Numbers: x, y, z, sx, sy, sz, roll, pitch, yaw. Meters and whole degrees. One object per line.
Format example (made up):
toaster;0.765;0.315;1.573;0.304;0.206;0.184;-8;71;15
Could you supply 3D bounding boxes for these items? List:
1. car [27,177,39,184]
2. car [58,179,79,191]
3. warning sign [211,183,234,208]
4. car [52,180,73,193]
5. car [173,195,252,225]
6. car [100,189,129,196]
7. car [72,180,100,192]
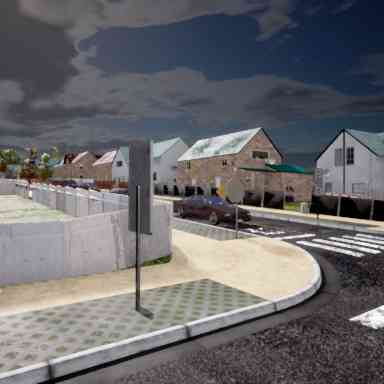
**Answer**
car;-39.121;-2.884;81.870;2.097;1.767;4.553;-3;3;-35
car;-19.428;-1.157;52.214;2.097;1.767;4.553;0;2;-35
warning sign;2.336;0.254;25.519;1.300;1.860;1.060;-3;2;-35
car;-17.285;-0.811;44.323;2.097;1.767;4.553;0;3;-35
car;0.851;0.888;18.366;2.033;1.411;5.357;0;2;-35
car;-5.694;0.401;27.689;1.895;1.301;4.718;0;2;-35
car;-13.878;-0.506;44.394;2.033;1.411;5.357;0;2;-35
